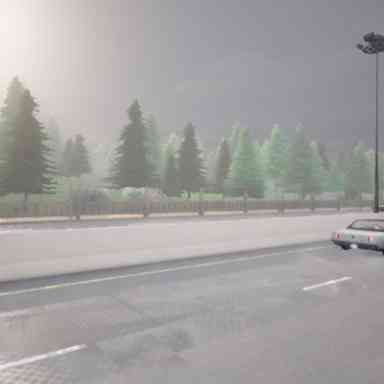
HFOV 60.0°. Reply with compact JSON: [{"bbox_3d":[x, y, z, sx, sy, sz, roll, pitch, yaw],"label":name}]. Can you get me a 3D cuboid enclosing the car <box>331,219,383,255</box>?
[{"bbox_3d":[7.864,1.755,13.689,4.718,1.301,1.895,1,0,-35],"label":"car"}]
